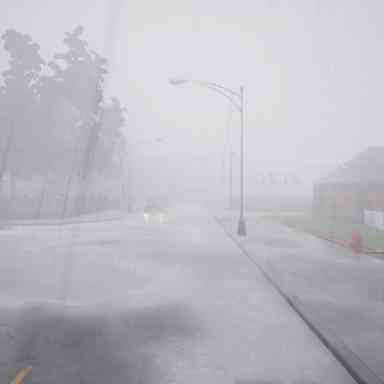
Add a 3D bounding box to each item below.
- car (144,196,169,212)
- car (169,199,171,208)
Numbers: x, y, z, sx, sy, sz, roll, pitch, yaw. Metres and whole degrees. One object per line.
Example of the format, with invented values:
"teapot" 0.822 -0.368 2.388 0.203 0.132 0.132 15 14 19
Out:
"car" -4.183 1.352 37.909 2.097 1.767 4.553 0 0 0
"car" -4.185 1.352 48.161 2.097 1.767 4.553 0 0 0
